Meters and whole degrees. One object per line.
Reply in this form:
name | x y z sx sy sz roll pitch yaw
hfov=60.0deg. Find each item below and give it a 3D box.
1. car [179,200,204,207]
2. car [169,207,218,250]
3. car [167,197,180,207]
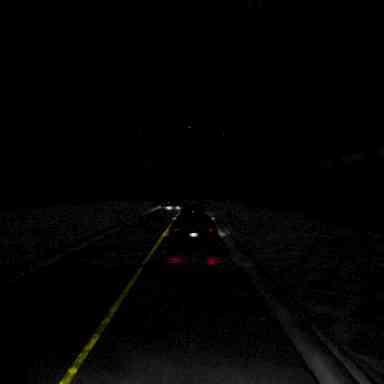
car | 0.079 1.546 30.501 1.882 1.535 5.008 0 0 0
car | 0.075 1.584 14.524 1.994 1.385 4.181 0 0 0
car | -2.874 1.674 55.052 1.837 1.490 4.892 0 0 2
